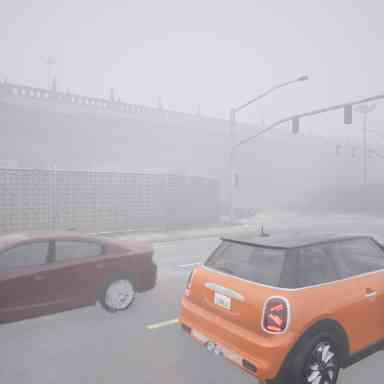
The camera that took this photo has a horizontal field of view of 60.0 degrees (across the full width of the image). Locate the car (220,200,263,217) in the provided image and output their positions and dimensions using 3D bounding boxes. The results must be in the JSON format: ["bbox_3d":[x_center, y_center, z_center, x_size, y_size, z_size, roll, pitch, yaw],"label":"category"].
[{"bbox_3d":[3.869,1.560,30.729,1.837,1.490,4.892,0,0,-36],"label":"car"}]

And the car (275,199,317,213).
[{"bbox_3d":[11.762,1.533,38.090,1.882,1.535,5.008,0,0,-36],"label":"car"}]

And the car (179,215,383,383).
[{"bbox_3d":[2.115,1.352,5.295,4.553,1.767,2.097,0,0,-35],"label":"car"}]

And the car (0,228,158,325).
[{"bbox_3d":[-3.053,1.477,6.119,5.008,1.535,1.882,0,0,-35],"label":"car"}]

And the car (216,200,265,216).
[{"bbox_3d":[4.996,1.603,35.174,2.033,1.411,5.357,0,0,-35],"label":"car"}]
